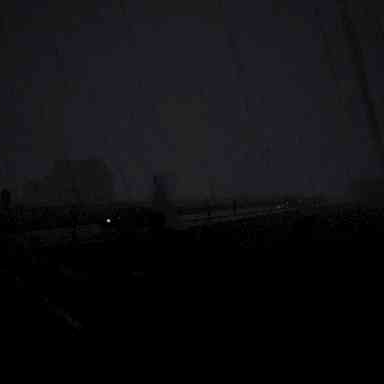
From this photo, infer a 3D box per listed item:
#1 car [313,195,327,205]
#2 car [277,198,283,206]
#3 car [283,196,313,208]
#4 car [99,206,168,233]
[{"bbox_3d":[20.060,1.258,52.980,1.812,1.442,4.674,-1,0,35],"label":"car"},{"bbox_3d":[14.482,1.331,49.746,2.033,1.411,5.357,-1,0,35],"label":"car"},{"bbox_3d":[14.246,1.309,44.480,1.812,1.442,4.674,-1,0,35],"label":"car"},{"bbox_3d":[-3.274,1.485,19.227,1.994,1.385,4.181,-1,0,35],"label":"car"}]
